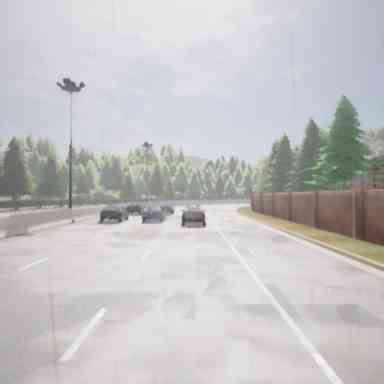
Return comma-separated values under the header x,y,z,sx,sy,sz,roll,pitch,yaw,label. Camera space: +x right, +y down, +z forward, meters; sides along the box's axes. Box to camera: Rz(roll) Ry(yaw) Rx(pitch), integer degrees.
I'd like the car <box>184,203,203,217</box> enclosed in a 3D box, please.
x,y,z,sx,sy,sz,roll,pitch,yaw,label
0.170,2.020,38.199,2.033,1.411,5.357,0,-1,1,car

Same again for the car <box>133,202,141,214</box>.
x,y,z,sx,sy,sz,roll,pitch,yaw,label
-6.807,2.010,41.086,1.837,1.490,4.892,0,0,2,car

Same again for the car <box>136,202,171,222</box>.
x,y,z,sx,sy,sz,roll,pitch,yaw,label
-3.387,1.920,30.264,2.033,1.411,5.357,0,-1,0,car

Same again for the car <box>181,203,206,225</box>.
x,y,z,sx,sy,sz,roll,pitch,yaw,label
0.128,1.824,26.851,2.128,1.511,4.902,0,-1,0,car

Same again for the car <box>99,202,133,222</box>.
x,y,z,sx,sy,sz,roll,pitch,yaw,label
-6.889,1.871,29.849,1.837,1.490,4.892,0,0,0,car

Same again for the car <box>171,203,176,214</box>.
x,y,z,sx,sy,sz,roll,pitch,yaw,label
-3.245,2.044,42.169,1.812,1.442,4.674,0,-1,2,car
